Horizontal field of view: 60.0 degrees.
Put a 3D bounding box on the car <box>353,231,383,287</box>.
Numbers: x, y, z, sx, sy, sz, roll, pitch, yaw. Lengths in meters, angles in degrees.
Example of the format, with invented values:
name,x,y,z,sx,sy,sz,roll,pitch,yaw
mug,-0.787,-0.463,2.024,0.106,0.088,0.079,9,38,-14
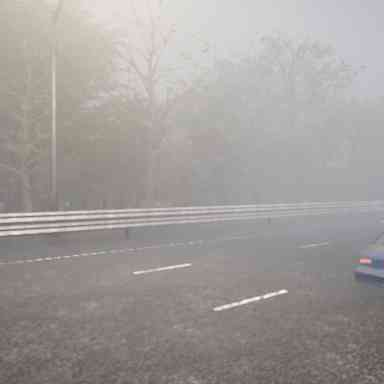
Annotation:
name,x,y,z,sx,sy,sz,roll,pitch,yaw
car,5.823,1.539,8.513,2.033,1.411,5.357,0,0,43
